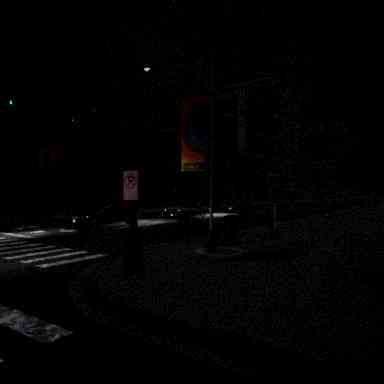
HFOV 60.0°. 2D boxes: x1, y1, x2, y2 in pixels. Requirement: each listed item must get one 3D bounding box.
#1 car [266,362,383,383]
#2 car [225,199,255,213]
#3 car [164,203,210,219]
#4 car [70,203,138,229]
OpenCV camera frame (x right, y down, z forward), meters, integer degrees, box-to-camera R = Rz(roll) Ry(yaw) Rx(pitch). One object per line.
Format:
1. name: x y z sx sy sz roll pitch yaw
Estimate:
1. car: 2.199 1.551 1.278 4.403 1.369 2.008 0 0 36
2. car: 5.604 1.550 38.432 2.128 1.511 4.902 0 0 35
3. car: -0.422 1.638 29.939 1.895 1.301 4.718 0 0 36
4. car: -5.780 1.512 22.332 2.128 1.511 4.902 0 0 36
